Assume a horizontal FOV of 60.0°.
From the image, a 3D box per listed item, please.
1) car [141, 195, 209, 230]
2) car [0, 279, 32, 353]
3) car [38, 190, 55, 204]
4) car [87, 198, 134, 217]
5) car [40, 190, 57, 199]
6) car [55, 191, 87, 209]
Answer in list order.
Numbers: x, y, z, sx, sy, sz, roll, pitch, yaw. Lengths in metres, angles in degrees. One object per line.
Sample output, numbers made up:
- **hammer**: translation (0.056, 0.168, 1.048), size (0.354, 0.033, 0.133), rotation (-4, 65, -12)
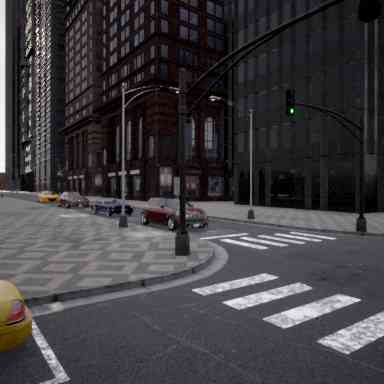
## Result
- **car**: translation (-1.066, 1.072, 18.833), size (2.097, 1.767, 4.553), rotation (0, 1, -36)
- **car**: translation (-4.404, 1.525, 3.508), size (4.829, 1.417, 1.752), rotation (0, 0, -35)
- **car**: translation (-18.806, 0.653, 43.519), size (1.882, 1.535, 5.008), rotation (0, 1, -35)
- **car**: translation (-6.333, 1.153, 26.138), size (1.895, 1.301, 4.718), rotation (0, 1, -36)
- **car**: translation (-24.731, 0.466, 57.116), size (1.812, 1.442, 4.674), rotation (0, 1, -35)
- **car**: translation (-12.203, 0.723, 34.289), size (2.097, 1.767, 4.553), rotation (0, 1, -36)
